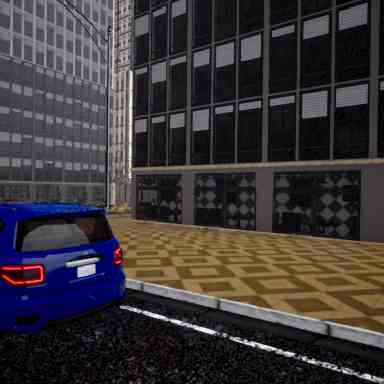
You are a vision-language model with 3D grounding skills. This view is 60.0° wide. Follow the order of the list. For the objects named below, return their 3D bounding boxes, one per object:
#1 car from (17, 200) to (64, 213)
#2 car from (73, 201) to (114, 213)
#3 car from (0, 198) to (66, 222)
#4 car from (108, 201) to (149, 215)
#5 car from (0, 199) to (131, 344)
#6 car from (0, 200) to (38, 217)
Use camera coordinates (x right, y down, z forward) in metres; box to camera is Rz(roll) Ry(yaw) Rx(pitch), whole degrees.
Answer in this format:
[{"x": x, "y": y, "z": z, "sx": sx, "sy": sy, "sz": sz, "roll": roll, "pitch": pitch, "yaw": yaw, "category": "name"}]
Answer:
[{"x": -17.603, "y": 1.643, "z": 38.875, "sx": 1.752, "sy": 1.417, "sz": 4.829, "roll": 1, "pitch": 0, "yaw": 36, "category": "car"}, {"x": -12.303, "y": 1.808, "z": 41.685, "sx": 1.895, "sy": 1.301, "sz": 4.718, "roll": 1, "pitch": 0, "yaw": 36, "category": "car"}, {"x": -14.106, "y": 1.519, "z": 29.500, "sx": 2.192, "sy": 1.841, "sz": 5.009, "roll": 1, "pitch": 0, "yaw": 36, "category": "car"}, {"x": -7.308, "y": 1.830, "z": 38.711, "sx": 1.752, "sy": 1.417, "sz": 4.829, "roll": 1, "pitch": 0, "yaw": 36, "category": "car"}, {"x": -3.717, "y": 1.219, "z": 6.333, "sx": 5.566, "sy": 2.045, "sz": 2.150, "roll": 0, "pitch": 0, "yaw": 35, "category": "car"}, {"x": -18.391, "y": 1.608, "z": 33.430, "sx": 2.128, "sy": 1.511, "sz": 4.902, "roll": 1, "pitch": 0, "yaw": 36, "category": "car"}]
